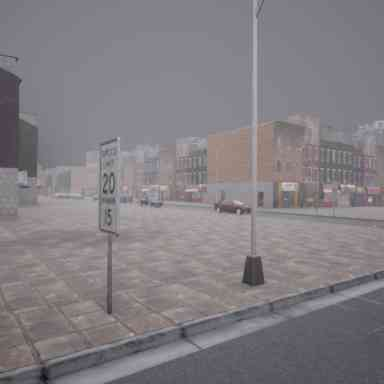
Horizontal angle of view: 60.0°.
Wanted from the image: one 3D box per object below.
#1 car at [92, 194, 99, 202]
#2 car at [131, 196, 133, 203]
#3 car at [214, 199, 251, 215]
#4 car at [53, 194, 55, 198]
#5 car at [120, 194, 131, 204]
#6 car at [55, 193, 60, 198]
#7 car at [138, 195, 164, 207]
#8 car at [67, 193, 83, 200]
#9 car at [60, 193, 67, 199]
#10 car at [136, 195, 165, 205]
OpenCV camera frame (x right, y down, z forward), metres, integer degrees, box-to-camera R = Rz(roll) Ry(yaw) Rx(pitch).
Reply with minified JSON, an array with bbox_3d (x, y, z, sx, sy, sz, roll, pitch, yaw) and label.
[{"bbox_3d":[-16.142,1.019,58.611,1.837,1.490,4.892,1,0,-35],"label":"car"},{"bbox_3d":[-11.904,1.073,57.854,1.837,1.490,4.892,1,0,-35],"label":"car"},{"bbox_3d":[3.947,1.367,30.943,1.887,1.381,4.507,1,0,-35],"label":"car"},{"bbox_3d":[-34.080,0.843,84.586,1.752,1.417,4.829,1,0,-35],"label":"car"},{"bbox_3d":[-12.089,1.047,52.903,1.882,1.535,5.008,1,0,-35],"label":"car"},{"bbox_3d":[-31.002,0.892,80.243,1.887,1.381,4.507,1,0,-35],"label":"car"},{"bbox_3d":[-5.584,1.230,44.388,1.947,1.339,4.313,1,0,-35],"label":"car"},{"bbox_3d":[-24.647,0.965,71.279,2.008,1.369,4.403,1,0,-35],"label":"car"},{"bbox_3d":[-27.824,0.924,75.761,1.887,1.381,4.507,1,0,-35],"label":"car"},{"bbox_3d":[-6.244,1.195,49.951,2.033,1.411,5.357,1,0,-35],"label":"car"}]
